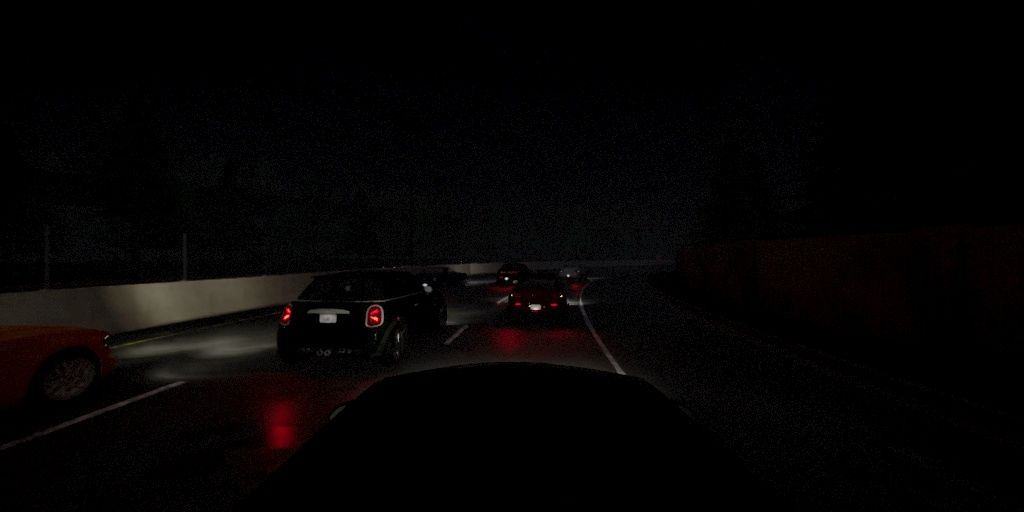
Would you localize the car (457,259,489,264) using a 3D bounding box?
[{"bbox_3d":[-4.309,1.210,44.276,1.882,1.535,5.008,0,0,25],"label":"car"}]

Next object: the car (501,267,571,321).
[{"bbox_3d":[0.953,1.281,12.434,1.812,1.442,4.674,0,0,7],"label":"car"}]

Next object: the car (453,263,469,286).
[{"bbox_3d":[-4.388,1.332,22.218,1.895,1.301,4.718,0,0,13],"label":"car"}]

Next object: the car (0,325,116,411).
[{"bbox_3d":[-6.763,1.197,3.128,1.882,1.535,5.008,0,0,1],"label":"car"}]

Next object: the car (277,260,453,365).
[{"bbox_3d":[-2.986,1.089,8.218,2.097,1.767,4.553,0,0,4],"label":"car"}]

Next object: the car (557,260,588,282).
[{"bbox_3d":[5.068,1.301,29.800,1.812,1.442,4.674,0,0,18],"label":"car"}]

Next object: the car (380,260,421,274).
[{"bbox_3d":[-12.952,1.197,41.901,1.837,1.490,4.892,0,0,23],"label":"car"}]

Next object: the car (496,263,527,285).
[{"bbox_3d":[0.278,1.257,26.174,1.837,1.490,4.892,0,0,15],"label":"car"}]

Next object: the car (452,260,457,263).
[{"bbox_3d":[-7.454,1.196,45.802,1.882,1.535,5.008,0,0,25],"label":"car"}]
